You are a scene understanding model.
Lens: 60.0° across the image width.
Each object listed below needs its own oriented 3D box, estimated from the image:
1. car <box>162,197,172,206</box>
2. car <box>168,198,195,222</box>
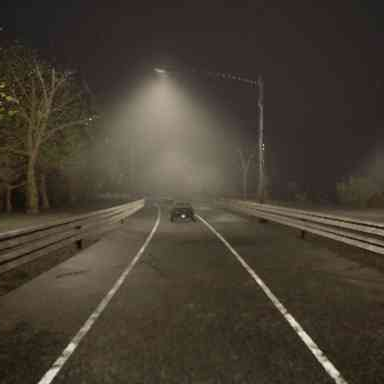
[{"bbox_3d":[-4.003,1.524,56.335,2.033,1.411,5.357,0,0,-10],"label":"car"},{"bbox_3d":[-0.825,1.510,26.869,1.837,1.490,4.892,0,0,-4],"label":"car"}]
